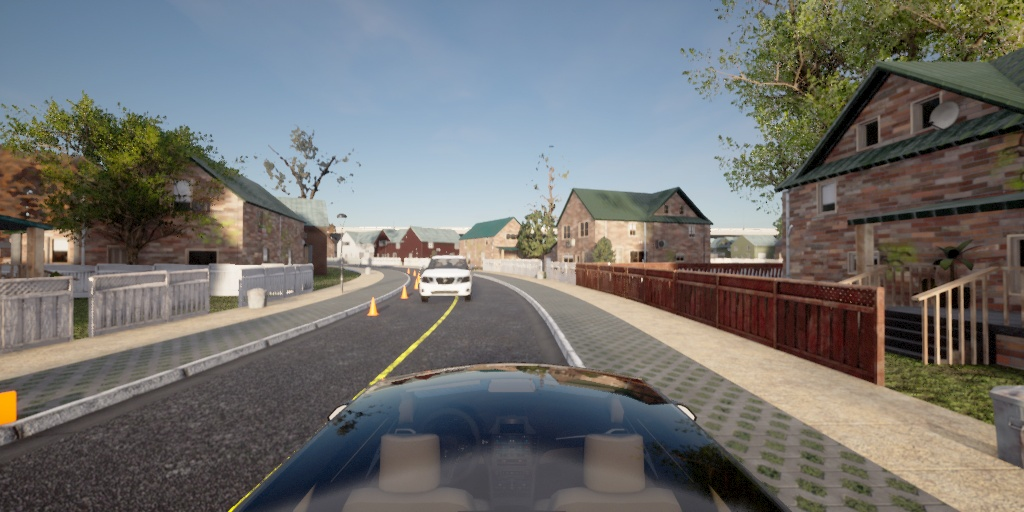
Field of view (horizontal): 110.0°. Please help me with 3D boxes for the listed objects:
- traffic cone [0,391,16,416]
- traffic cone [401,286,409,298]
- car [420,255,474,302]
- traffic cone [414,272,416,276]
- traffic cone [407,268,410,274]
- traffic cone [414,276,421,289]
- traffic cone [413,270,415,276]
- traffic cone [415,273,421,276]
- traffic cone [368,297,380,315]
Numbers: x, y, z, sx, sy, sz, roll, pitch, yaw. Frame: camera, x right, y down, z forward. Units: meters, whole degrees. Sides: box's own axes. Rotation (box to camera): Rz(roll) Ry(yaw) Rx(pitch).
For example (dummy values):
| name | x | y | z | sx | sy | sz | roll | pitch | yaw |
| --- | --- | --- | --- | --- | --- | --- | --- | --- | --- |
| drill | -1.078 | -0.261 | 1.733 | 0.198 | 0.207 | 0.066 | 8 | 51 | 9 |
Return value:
| name | x | y | z | sx | sy | sz | roll | pitch | yaw |
| --- | --- | --- | --- | --- | --- | --- | --- | --- | --- |
| traffic cone | -5.597 | 1.381 | 3.839 | 0.340 | 0.580 | 0.340 | 0 | 0 | 28 |
| traffic cone | -5.105 | 1.704 | 17.027 | 0.340 | 0.580 | 0.340 | 0 | 0 | -6 |
| car | -3.034 | 0.972 | 17.306 | 2.150 | 2.045 | 5.566 | 0 | 0 | -7 |
| traffic cone | -8.099 | 1.691 | 31.210 | 0.340 | 0.580 | 0.340 | 0 | 0 | -17 |
| traffic cone | -11.601 | 1.677 | 40.227 | 0.340 | 0.580 | 0.340 | 0 | 0 | -25 |
| traffic cone | -5.796 | 1.701 | 21.816 | 0.340 | 0.580 | 0.340 | 0 | 0 | -10 |
| traffic cone | -9.703 | 1.685 | 35.776 | 0.340 | 0.580 | 0.340 | 0 | 0 | -21 |
| traffic cone | -6.795 | 1.696 | 26.551 | 0.340 | 0.580 | 0.340 | 0 | 0 | -14 |
| traffic cone | -4.725 | 1.706 | 12.203 | 0.340 | 0.580 | 0.340 | 0 | 0 | -3 |
